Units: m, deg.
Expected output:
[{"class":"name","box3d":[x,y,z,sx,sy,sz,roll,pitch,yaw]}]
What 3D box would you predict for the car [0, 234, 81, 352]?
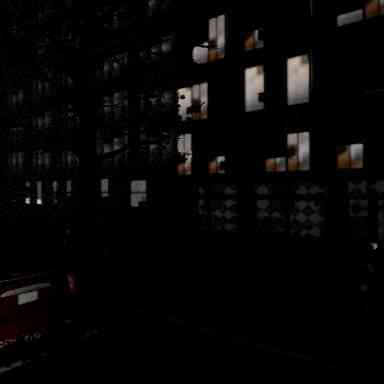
[{"class":"car","box3d":[-3.760,1.422,5.559,4.097,1.590,1.967,0,0,35]}]
